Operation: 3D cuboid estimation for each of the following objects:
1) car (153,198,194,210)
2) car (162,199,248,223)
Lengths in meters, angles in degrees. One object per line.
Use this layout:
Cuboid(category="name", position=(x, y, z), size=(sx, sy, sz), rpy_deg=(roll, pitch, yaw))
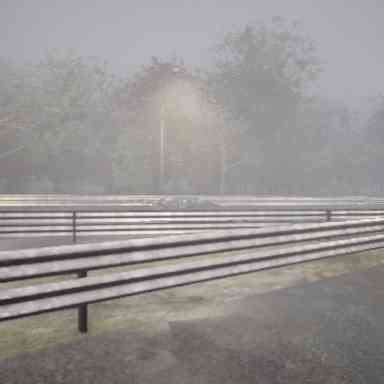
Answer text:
Cuboid(category="car", position=(0.105, 1.175, 22.437), size=(4.902, 1.511, 2.128), rpy_deg=(0, 1, -13))
Cuboid(category="car", position=(0.898, 1.288, 19.031), size=(4.674, 1.442, 1.812), rpy_deg=(0, 1, -13))
